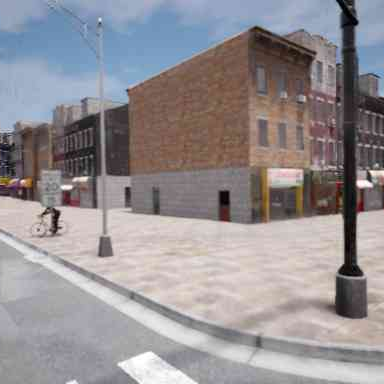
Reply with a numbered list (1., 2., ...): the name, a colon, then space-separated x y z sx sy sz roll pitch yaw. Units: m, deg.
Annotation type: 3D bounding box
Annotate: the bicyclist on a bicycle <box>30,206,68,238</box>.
1. bicyclist on a bicycle: -6.403 1.210 14.964 1.656 1.620 0.582 -2 2 -39
